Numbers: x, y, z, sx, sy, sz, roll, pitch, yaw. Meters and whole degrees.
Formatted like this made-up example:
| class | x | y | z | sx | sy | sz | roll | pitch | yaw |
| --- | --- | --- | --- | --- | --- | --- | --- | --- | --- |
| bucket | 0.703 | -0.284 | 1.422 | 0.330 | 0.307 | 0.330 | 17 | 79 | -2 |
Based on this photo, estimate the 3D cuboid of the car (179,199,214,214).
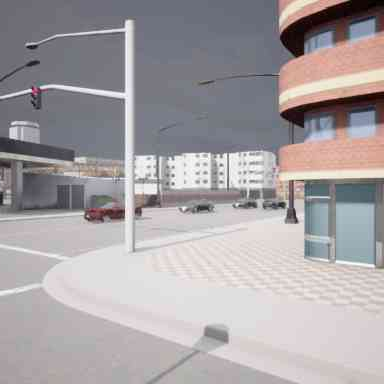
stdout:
| class | x | y | z | sx | sy | sz | roll | pitch | yaw |
| --- | --- | --- | --- | --- | --- | --- | --- | --- | --- |
| car | 0.564 | 1.493 | 35.341 | 2.128 | 1.511 | 4.902 | 0 | 0 | 35 |

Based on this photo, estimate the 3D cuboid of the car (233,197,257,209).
| class | x | y | z | sx | sy | sz | roll | pitch | yaw |
| --- | --- | --- | --- | --- | --- | --- | --- | --- | --- |
| car | 7.208 | 1.492 | 44.928 | 2.128 | 1.511 | 4.902 | 0 | 0 | 35 |

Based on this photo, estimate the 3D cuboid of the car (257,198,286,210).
| class | x | y | z | sx | sy | sz | roll | pitch | yaw |
| --- | --- | --- | --- | --- | --- | --- | --- | --- | --- |
| car | 10.839 | 1.491 | 43.727 | 2.128 | 1.511 | 4.902 | 0 | 0 | 35 |

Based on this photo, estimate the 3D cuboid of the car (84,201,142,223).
| class | x | y | z | sx | sy | sz | roll | pitch | yaw |
| --- | --- | --- | --- | --- | --- | --- | --- | --- | --- |
| car | -6.021 | 1.478 | 25.802 | 1.882 | 1.535 | 5.008 | 0 | 0 | 35 |
